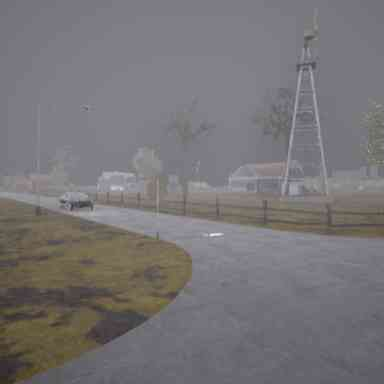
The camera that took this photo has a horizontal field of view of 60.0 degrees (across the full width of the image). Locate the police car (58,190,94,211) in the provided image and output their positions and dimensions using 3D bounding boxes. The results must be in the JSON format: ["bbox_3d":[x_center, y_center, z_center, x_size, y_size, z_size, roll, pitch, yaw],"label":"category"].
[{"bbox_3d":[-9.924,0.659,28.420,1.930,1.638,5.238,1,1,-35],"label":"police car"}]
